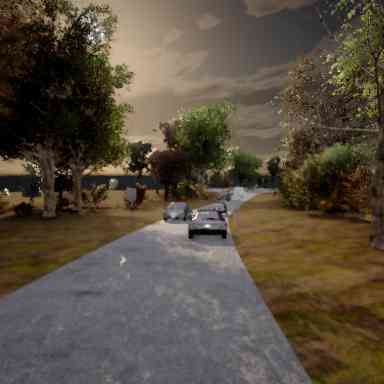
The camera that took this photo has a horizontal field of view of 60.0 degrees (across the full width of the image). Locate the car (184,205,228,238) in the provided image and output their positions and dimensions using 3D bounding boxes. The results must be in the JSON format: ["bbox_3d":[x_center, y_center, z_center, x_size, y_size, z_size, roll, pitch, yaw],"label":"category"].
[{"bbox_3d":[0.887,1.628,18.100,1.994,1.385,4.181,0,0,4],"label":"car"}]

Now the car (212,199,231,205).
[{"bbox_3d":[2.931,1.795,36.536,2.033,1.411,5.357,0,0,9],"label":"car"}]

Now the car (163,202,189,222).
[{"bbox_3d":[-1.159,1.627,27.793,2.128,1.511,4.902,1,-1,7],"label":"car"}]

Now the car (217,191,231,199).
[{"bbox_3d":[6.606,0.876,67.753,2.150,2.045,5.566,1,3,15],"label":"car"}]
